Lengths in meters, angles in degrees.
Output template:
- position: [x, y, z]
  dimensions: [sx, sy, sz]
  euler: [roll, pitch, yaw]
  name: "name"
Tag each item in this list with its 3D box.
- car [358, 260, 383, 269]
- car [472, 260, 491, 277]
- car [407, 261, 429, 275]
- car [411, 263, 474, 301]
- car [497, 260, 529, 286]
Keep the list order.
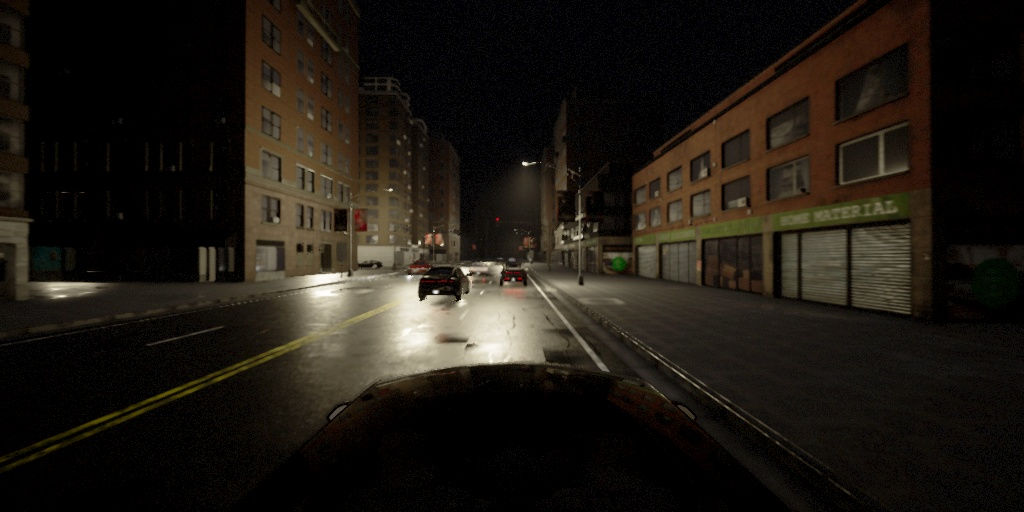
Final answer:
- position: [-22.150, 1.294, 55.460]
  dimensions: [4.313, 1.339, 1.948]
  euler: [0, 0, 0]
  name: "car"
- position: [-3.152, 1.321, 35.659]
  dimensions: [1.895, 1.301, 4.718]
  euler: [0, 0, 0]
  name: "car"
- position: [-9.764, 1.244, 38.526]
  dimensions: [1.812, 1.442, 4.674]
  euler: [0, 0, 0]
  name: "car"
- position: [-3.150, 1.240, 17.242]
  dimensions: [1.837, 1.490, 4.892]
  euler: [0, 0, 0]
  name: "car"
- position: [0.097, 1.234, 24.959]
  dimensions: [1.837, 1.490, 4.892]
  euler: [0, 0, 0]
  name: "car"
